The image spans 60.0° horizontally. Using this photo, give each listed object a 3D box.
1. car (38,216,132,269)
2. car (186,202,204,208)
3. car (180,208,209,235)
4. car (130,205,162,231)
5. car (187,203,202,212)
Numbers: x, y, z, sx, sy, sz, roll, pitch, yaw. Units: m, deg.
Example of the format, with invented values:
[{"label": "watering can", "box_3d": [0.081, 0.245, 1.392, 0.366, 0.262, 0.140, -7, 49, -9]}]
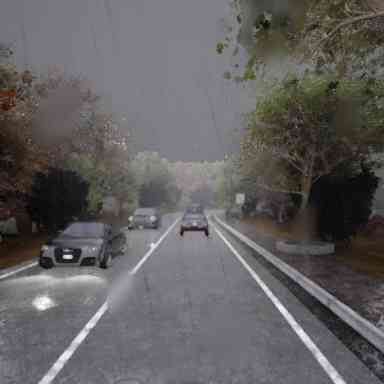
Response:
[{"label": "car", "box_3d": [-3.561, 1.719, 11.547, 1.994, 1.385, 4.181, 0, -1, 0]}, {"label": "car", "box_3d": [0.419, 2.353, 43.673, 2.150, 2.045, 5.566, 0, -1, 2]}, {"label": "car", "box_3d": [0.144, 2.029, 22.229, 2.033, 1.411, 5.357, 0, -2, 0]}, {"label": "car", "box_3d": [-3.511, 1.926, 25.333, 2.097, 1.767, 4.553, 0, -2, 0]}, {"label": "car", "box_3d": [0.505, 3.296, 70.584, 2.097, 1.767, 4.553, 1, -2, 14]}]
